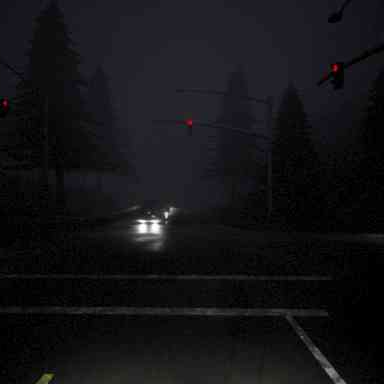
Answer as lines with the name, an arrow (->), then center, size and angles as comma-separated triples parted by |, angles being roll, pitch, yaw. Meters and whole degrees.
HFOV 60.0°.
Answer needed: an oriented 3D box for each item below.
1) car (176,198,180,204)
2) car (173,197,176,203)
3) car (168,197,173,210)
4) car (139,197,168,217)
car -> -4.138, 1.563, 61.569 | 1.994, 1.385, 4.181 | 0, 0, -39
car -> -3.968, 1.491, 50.379 | 2.128, 1.511, 4.902 | 0, 0, -7
car -> -3.673, 1.477, 40.228 | 1.882, 1.535, 5.008 | 0, 0, 0
car -> -3.672, 1.491, 30.725 | 2.128, 1.511, 4.902 | 0, 0, 0
